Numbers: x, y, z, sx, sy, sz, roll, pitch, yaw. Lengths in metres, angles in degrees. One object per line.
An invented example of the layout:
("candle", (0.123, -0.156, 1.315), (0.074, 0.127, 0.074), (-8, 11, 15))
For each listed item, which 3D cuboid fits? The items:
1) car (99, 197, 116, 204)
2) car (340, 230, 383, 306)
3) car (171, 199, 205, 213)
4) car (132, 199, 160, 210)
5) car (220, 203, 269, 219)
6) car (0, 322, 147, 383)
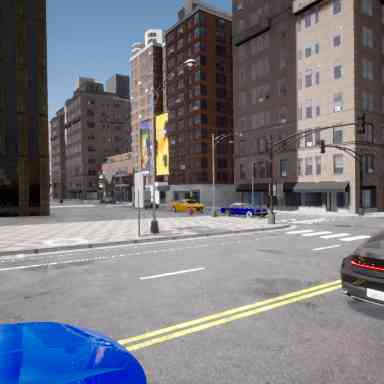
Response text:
("car", (-17.207, 1.741, 67.576), (2.033, 1.411, 5.357), (-1, 0, -35))
("car", (5.106, 1.504, 7.087), (4.892, 1.490, 1.837), (0, 0, -36))
("car", (-0.546, 1.603, 38.366), (1.882, 1.535, 5.008), (-1, 0, -35))
("car", (-6.641, 1.709, 47.026), (2.033, 1.411, 5.357), (-1, 0, -36))
("car", (4.809, 1.694, 30.762), (1.895, 1.301, 4.718), (-1, 0, -35))
("car", (-2.584, 1.478, 1.598), (5.008, 1.535, 1.882), (0, 0, -35))
